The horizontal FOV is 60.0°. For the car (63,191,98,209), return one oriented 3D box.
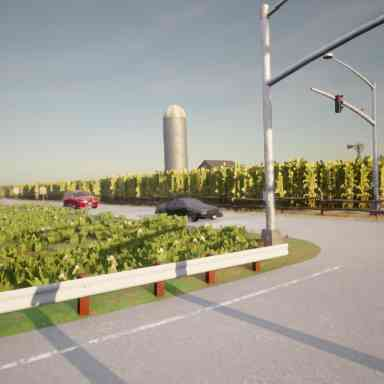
[{"bbox_3d":[-12.193,0.873,36.063,2.150,2.045,5.566,-3,2,-40],"label":"car"}]

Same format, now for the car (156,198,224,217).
[{"bbox_3d":[-0.378,1.129,22.093,2.033,1.411,5.357,-3,2,-40],"label":"car"}]
